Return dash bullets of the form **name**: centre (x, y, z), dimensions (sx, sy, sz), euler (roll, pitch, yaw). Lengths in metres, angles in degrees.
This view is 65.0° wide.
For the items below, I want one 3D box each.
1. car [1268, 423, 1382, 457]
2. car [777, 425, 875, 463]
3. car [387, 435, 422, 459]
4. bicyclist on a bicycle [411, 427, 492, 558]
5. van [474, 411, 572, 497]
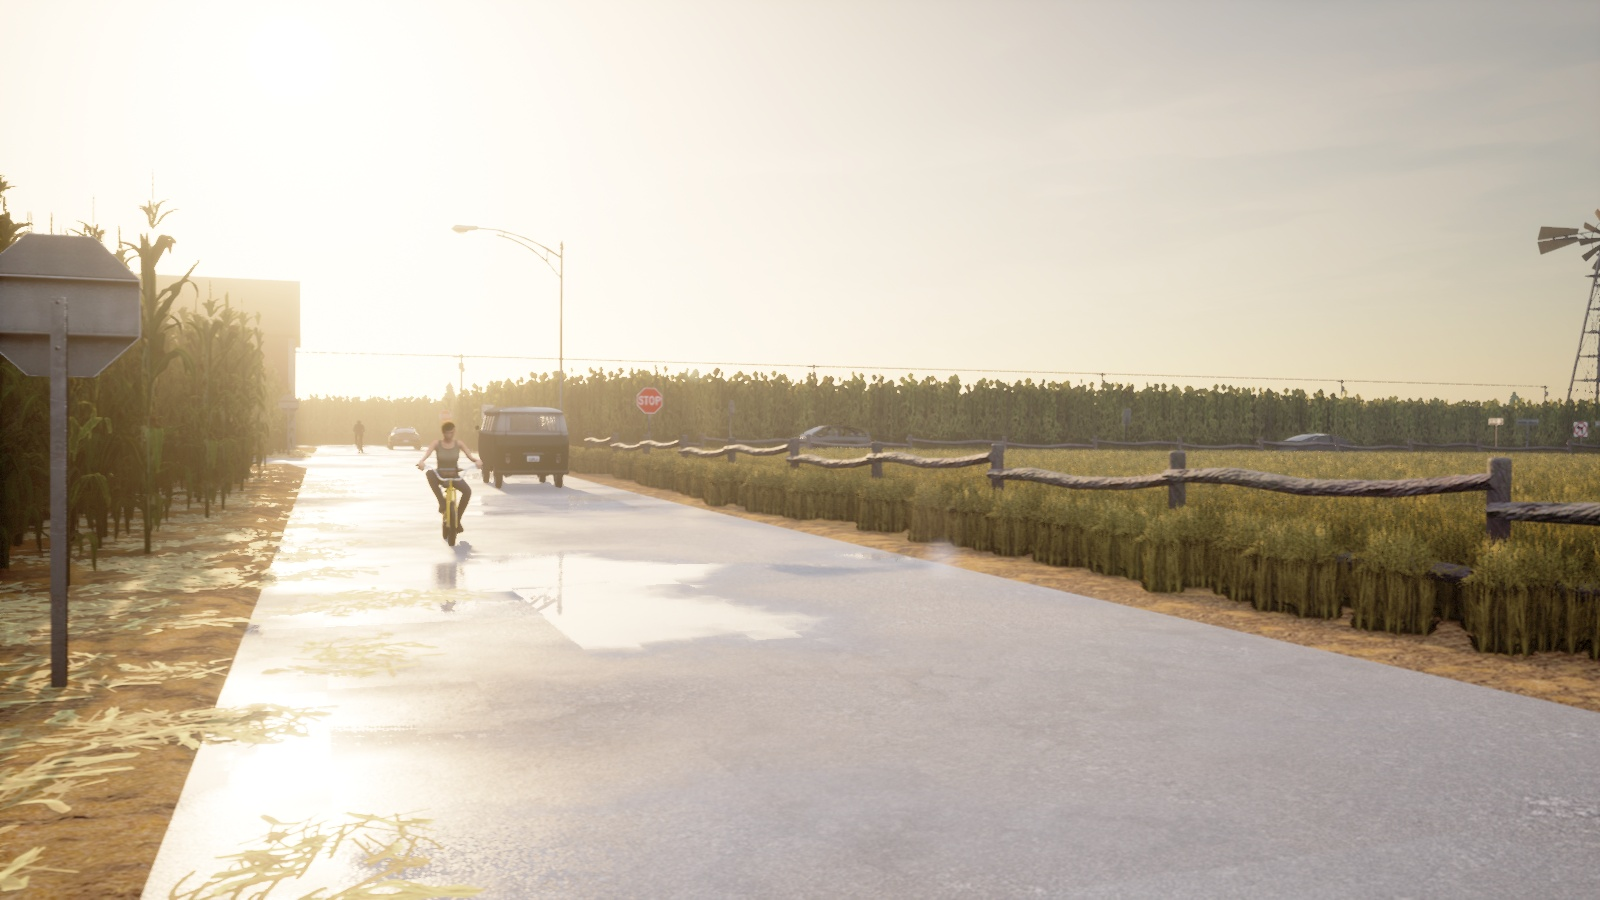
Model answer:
- **car**: centre (24.144, -0.493, 57.766), dimensions (4.892, 1.490, 1.837), euler (-1, 1, -20)
- **car**: centre (1.079, -0.282, 52.487), dimensions (3.705, 1.549, 1.789), euler (0, 1, -20)
- **car**: centre (-25.059, -0.215, 79.491), dimensions (1.812, 1.442, 4.674), euler (-1, 1, -21)
- **bicyclist on a bicycle**: centre (-4.572, 0.511, 16.413), dimensions (0.866, 1.612, 1.509), euler (-1, 1, -20)
- **van**: centre (-7.066, 0.040, 31.774), dimensions (1.775, 1.987, 4.442), euler (-1, 1, -21)
